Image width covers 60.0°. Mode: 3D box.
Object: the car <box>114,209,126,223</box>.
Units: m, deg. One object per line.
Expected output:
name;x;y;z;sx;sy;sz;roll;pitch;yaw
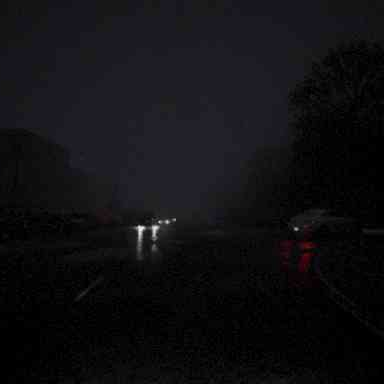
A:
car;-11.337;3.167;40.965;5.366;1.575;1.946;0;-3;-19

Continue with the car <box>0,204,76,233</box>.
car;-11.307;1.901;23.480;5.566;2.045;2.435;0;-3;-20

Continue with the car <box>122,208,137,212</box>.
car;-11.102;3.563;49.818;4.553;1.767;2.185;0;-4;-19

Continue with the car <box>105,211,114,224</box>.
car;-11.401;2.827;35.114;5.366;1.575;1.946;0;-3;-19

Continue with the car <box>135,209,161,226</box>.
car;-4.722;2.927;36.461;1.837;1.490;4.892;0;-3;-3

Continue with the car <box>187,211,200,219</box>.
car;0.586;4.888;71.664;2.097;1.767;4.553;0;-4;1

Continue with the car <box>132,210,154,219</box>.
car;-10.846;4.999;73.237;4.553;1.767;2.185;0;-4;-19

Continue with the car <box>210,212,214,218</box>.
car;6.730;4.557;64.152;5.366;1.575;1.946;2;-4;-19

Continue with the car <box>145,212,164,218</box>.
car;-10.599;6.423;93.731;4.892;1.521;2.231;0;-4;-19

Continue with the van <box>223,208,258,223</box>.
van;6.824;3.281;46.639;4.442;1.987;1.878;2;-4;-19

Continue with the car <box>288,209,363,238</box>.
car;7.323;1.643;18.275;4.674;1.442;1.812;-1;-3;-31

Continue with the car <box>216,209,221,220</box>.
car;6.779;3.892;52.456;4.674;1.452;2.002;2;-3;-19

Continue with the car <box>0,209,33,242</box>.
car;-11.357;1.862;17.595;4.892;1.521;2.231;0;-2;-20

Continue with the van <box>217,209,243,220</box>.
van;6.984;4.164;61.332;4.442;1.987;1.878;2;-4;-19

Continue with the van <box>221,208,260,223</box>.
van;6.575;3.100;43.614;4.442;1.987;1.878;2;-3;-19

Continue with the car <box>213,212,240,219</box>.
car;6.928;4.748;67.154;4.892;1.521;2.231;2;-4;-19

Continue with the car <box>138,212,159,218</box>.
car;-10.729;5.681;82.023;4.892;1.521;2.231;1;-4;-19

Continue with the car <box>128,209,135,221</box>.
car;-11.091;3.517;46.884;4.892;1.521;2.231;0;-3;-19

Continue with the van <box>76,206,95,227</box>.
van;-11.176;2.266;29.375;4.442;1.987;1.878;0;-4;-20

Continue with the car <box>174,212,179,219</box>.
car;-4.431;4.797;70.095;2.097;1.767;4.553;0;-4;1

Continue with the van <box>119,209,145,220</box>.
van;-11.051;4.170;61.495;4.442;1.987;1.878;0;-3;-19

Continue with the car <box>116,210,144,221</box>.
car;-10.944;4.091;58.611;4.553;1.767;2.185;0;-3;-19

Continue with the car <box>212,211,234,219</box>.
car;7.005;5.174;75.967;4.553;1.767;2.185;2;-4;-19

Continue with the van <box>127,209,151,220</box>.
van;-10.772;4.533;67.437;4.442;1.987;1.878;0;-4;-19

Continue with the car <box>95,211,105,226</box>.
car;-11.281;2.690;32.233;4.792;1.488;2.163;0;-3;-19

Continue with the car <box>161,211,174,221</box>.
car;-4.646;4.092;55.202;1.994;1.385;4.181;0;-3;1

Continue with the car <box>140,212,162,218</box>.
car;-10.828;6.046;87.808;5.366;1.575;1.946;1;-4;-19

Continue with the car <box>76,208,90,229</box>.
car;-11.133;2.318;26.451;5.366;1.575;1.946;0;-4;-20

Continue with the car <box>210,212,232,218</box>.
car;7.121;5.704;81.856;4.792;1.488;2.163;2;-4;-19

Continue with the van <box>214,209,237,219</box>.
van;7.076;4.710;70.150;4.442;1.987;1.878;2;-4;-19

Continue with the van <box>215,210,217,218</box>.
van;6.704;3.799;55.369;4.442;1.987;1.878;2;-3;-19

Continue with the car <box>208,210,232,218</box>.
car;7.104;5.607;84.786;5.566;2.045;2.435;2;-4;-19

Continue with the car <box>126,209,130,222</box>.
car;-11.097;3.373;43.961;4.792;1.488;2.163;0;-4;-19

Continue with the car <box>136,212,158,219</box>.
car;-10.722;5.524;79.101;4.792;1.488;2.163;1;-4;-19
